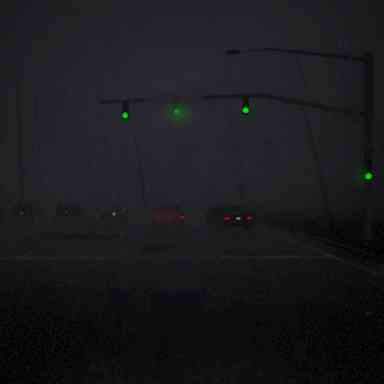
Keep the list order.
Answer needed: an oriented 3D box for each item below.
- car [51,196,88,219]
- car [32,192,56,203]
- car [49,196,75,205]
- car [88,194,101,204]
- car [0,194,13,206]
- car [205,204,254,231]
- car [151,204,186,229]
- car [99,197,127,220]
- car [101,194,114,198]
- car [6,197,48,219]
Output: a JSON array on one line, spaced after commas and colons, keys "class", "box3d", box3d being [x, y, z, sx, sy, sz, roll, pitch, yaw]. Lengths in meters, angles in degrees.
[{"class": "car", "box3d": [-9.991, 1.341, 27.468, 1.882, 1.535, 5.008, 0, 0, -13]}, {"class": "car", "box3d": [-22.067, 0.986, 49.285, 5.566, 2.045, 2.150, 1, 1, 44]}, {"class": "car", "box3d": [-20.619, 1.342, 52.684, 4.718, 1.301, 1.895, 0, 0, 41]}, {"class": "car", "box3d": [-17.329, 1.290, 54.496, 4.181, 1.385, 1.994, 0, 0, 42]}, {"class": "car", "box3d": [-28.517, 1.118, 50.059, 4.553, 1.767, 2.097, 0, 0, 36]}, {"class": "car", "box3d": [2.097, 1.433, 19.980, 2.033, 1.411, 5.357, 0, 0, -8]}, {"class": "car", "box3d": [-1.521, 1.435, 20.591, 2.033, 1.411, 5.357, 0, 0, -9]}, {"class": "car", "box3d": [-6.253, 1.387, 26.752, 1.812, 1.442, 4.674, 0, 0, -13]}, {"class": "car", "box3d": [-15.130, 1.059, 57.250, 4.553, 1.767, 2.097, 0, 0, 42]}, {"class": "car", "box3d": [-13.676, 1.392, 27.865, 1.812, 1.442, 4.674, 0, 0, -13]}]
